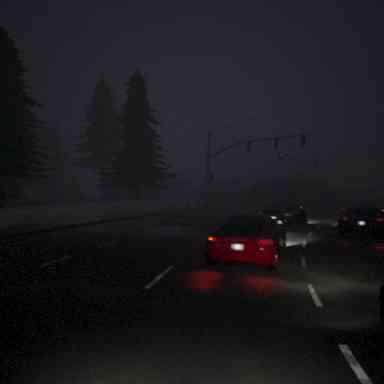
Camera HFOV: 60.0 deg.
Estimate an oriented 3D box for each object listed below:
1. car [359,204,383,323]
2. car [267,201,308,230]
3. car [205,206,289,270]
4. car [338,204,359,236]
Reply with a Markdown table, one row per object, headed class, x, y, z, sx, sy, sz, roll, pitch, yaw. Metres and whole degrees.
| class | x | y | z | sx | sy | sz | roll | pitch | yaw |
| --- | --- | --- | --- | --- | --- | --- | --- | --- | --- |
| car | 3.615 | 1.129 | 2.145 | 2.150 | 2.045 | 5.566 | -1 | 0 | 0 |
| car | 5.008 | 1.200 | 18.265 | 1.994 | 1.385 | 4.181 | 1 | 1 | 30 |
| car | 1.829 | 1.350 | 10.488 | 1.994 | 1.385 | 4.181 | 1 | 1 | 19 |
| car | 8.124 | 1.259 | 15.857 | 1.994 | 1.385 | 4.181 | 1 | 1 | 28 |
